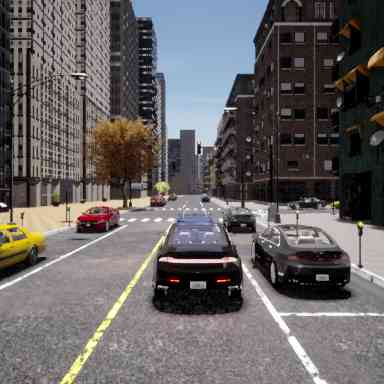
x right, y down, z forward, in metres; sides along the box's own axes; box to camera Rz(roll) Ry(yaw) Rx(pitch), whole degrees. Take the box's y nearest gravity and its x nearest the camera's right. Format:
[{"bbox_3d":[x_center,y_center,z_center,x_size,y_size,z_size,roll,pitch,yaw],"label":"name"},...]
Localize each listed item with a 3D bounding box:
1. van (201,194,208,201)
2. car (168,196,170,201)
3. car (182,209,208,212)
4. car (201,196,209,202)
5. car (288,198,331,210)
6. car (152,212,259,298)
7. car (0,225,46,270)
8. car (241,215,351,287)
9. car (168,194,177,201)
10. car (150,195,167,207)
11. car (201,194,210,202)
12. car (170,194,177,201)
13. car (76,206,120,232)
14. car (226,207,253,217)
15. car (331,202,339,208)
[{"bbox_3d":[3.113,1.425,85.707,1.690,1.788,3.998,0,0,0],"label":"van"},{"bbox_3d":[-5.405,1.607,58.134,1.947,1.339,4.313,0,0,0],"label":"car"},{"bbox_3d":[0.167,1.605,18.636,1.895,1.301,4.718,0,0,1],"label":"car"},{"bbox_3d":[3.086,1.599,80.353,1.752,1.417,4.829,0,0,0],"label":"car"},{"bbox_3d":[13.620,1.359,39.534,4.403,1.369,2.008,-1,1,0],"label":"car"},{"bbox_3d":[0.130,1.492,8.518,2.128,1.511,4.902,0,0,0],"label":"car"},{"bbox_3d":[-5.649,1.526,8.988,1.752,1.417,4.829,0,0,0],"label":"car"},{"bbox_3d":[2.732,1.552,9.116,2.008,1.369,4.403,0,0,0],"label":"car"},{"bbox_3d":[-5.241,1.410,91.271,2.192,1.841,5.009,0,0,0],"label":"car"},{"bbox_3d":[-5.433,1.349,52.611,2.192,1.841,5.009,0,0,0],"label":"car"},{"bbox_3d":[3.058,1.630,74.660,1.947,1.339,4.313,0,0,0],"label":"car"},{"bbox_3d":[-5.268,1.650,85.749,1.947,1.339,4.313,0,0,0],"label":"car"},{"bbox_3d":[-5.594,1.549,20.224,1.887,1.381,4.507,0,0,0],"label":"car"},{"bbox_3d":[2.786,1.555,20.182,2.008,1.369,4.403,0,0,0],"label":"car"},{"bbox_3d":[19.017,1.259,39.562,4.829,1.417,1.752,-1,1,0],"label":"car"}]
